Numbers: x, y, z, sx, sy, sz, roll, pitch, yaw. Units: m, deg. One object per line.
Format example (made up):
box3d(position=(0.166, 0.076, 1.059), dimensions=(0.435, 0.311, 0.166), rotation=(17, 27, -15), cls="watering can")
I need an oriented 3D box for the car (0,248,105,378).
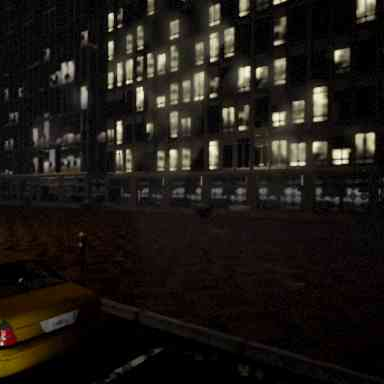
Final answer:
box3d(position=(-3.462, 1.516, 5.337), dimensions=(4.829, 1.417, 1.752), rotation=(0, 0, 35), cls="car")
